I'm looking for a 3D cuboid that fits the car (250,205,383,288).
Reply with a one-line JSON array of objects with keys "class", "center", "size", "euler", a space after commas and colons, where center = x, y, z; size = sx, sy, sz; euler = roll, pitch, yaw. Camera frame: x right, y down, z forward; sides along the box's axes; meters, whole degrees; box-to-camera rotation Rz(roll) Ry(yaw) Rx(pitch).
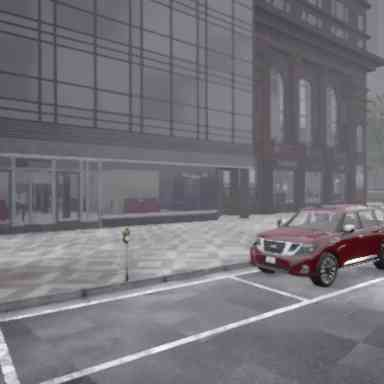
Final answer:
[{"class": "car", "center": [3.943, 1.314, 9.467], "size": [5.009, 1.841, 2.192], "euler": [0, 0, -36]}]
